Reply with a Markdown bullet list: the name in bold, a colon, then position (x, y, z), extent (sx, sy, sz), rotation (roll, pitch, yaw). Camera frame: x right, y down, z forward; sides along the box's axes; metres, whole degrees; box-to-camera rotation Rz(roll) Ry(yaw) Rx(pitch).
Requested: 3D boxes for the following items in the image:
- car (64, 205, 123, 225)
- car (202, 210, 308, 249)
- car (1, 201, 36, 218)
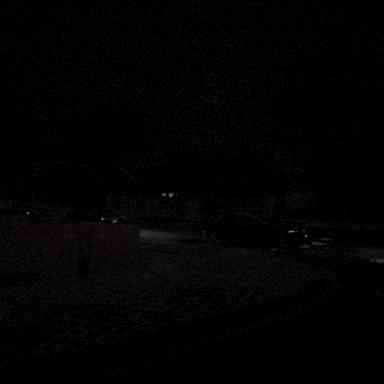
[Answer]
- **car**: position (-6.716, 1.625, 22.421), extent (4.902, 1.511, 2.128), rotation (0, 3, 39)
- **car**: position (2.795, 1.599, 15.437), extent (4.902, 1.511, 2.128), rotation (0, 3, 35)
- **car**: position (-16.016, 1.613, 30.555), extent (4.892, 1.490, 1.837), rotation (0, 3, 44)
